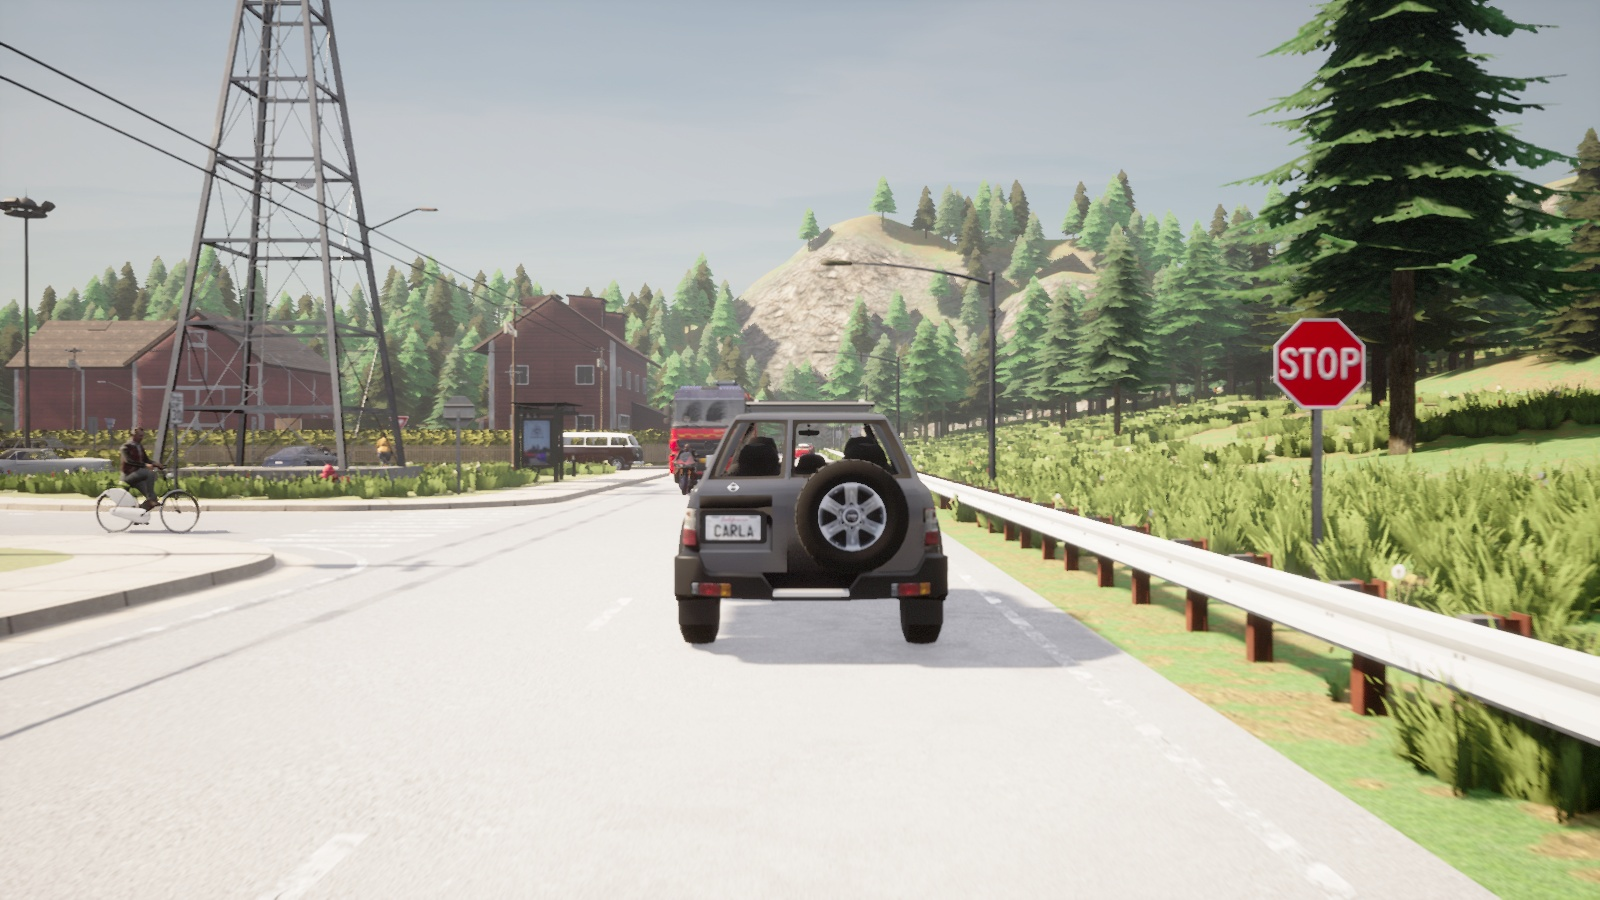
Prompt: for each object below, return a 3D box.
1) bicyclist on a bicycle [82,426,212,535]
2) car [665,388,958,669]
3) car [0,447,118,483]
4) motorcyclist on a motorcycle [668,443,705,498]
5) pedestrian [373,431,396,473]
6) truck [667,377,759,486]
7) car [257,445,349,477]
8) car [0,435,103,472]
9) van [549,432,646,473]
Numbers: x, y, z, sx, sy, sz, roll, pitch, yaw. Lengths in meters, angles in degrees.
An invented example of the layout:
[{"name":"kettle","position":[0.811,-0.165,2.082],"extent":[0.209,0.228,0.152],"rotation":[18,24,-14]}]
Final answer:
[{"name":"bicyclist on a bicycle","position":[-10.771,0.492,20.728],"extent":[1.843,1.776,0.659],"rotation":[0,0,6]},{"name":"car","position":[0.077,0.504,10.588],"extent":[1.932,1.855,4.605],"rotation":[0,0,0]},{"name":"car","position":[-28.684,0.556,47.557],"extent":[4.718,1.301,1.895],"rotation":[0,0,-17]},{"name":"motorcyclist on a motorcycle","position":[-3.277,0.574,36.390],"extent":[0.866,1.530,2.191],"rotation":[0,0,0]},{"name":"pedestrian","position":[-18.439,0.079,55.699],"extent":[0.874,1.855,0.900],"rotation":[0,0,-11]},{"name":"truck","position":[-3.208,-0.694,48.346],"extent":[2.891,3.827,8.468],"rotation":[0,0,0]},{"name":"car","position":[-22.392,0.473,56.740],"extent":[1.994,1.385,4.181],"rotation":[0,0,9]},{"name":"car","position":[-38.263,0.173,63.791],"extent":[4.605,1.855,1.932],"rotation":[0,0,0]},{"name":"van","position":[-10.207,0.104,63.541],"extent":[4.480,2.038,2.069],"rotation":[0,0,6]}]
